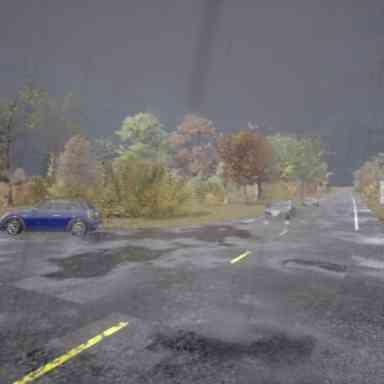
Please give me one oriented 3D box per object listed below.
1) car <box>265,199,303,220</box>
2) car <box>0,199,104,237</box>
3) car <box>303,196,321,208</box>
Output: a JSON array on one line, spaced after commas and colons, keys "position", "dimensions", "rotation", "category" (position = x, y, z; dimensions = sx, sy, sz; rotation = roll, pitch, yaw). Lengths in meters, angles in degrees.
[{"position": [7.152, 1.352, 26.490], "dimensions": [2.128, 1.511, 4.902], "rotation": [1, 1, 26], "category": "car"}, {"position": [-6.732, 1.125, 16.193], "dimensions": [4.553, 1.767, 2.097], "rotation": [1, 0, 1], "category": "car"}, {"position": [16.053, 1.327, 44.739], "dimensions": [1.812, 1.442, 4.674], "rotation": [1, 1, 26], "category": "car"}]
